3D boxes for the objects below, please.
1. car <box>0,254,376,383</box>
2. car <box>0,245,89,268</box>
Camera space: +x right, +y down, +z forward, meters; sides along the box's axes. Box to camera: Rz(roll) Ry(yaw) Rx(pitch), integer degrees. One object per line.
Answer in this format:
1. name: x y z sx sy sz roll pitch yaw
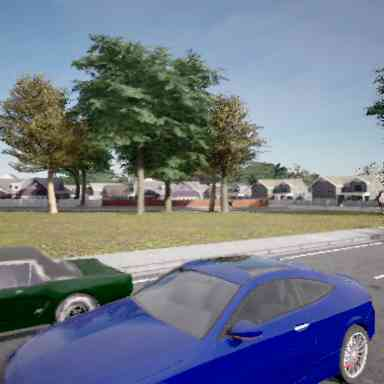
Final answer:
1. car: 0.405 1.559 3.974 4.674 1.442 1.812 1 -1 -36
2. car: -3.436 1.603 5.227 4.718 1.301 1.895 1 -1 -36
